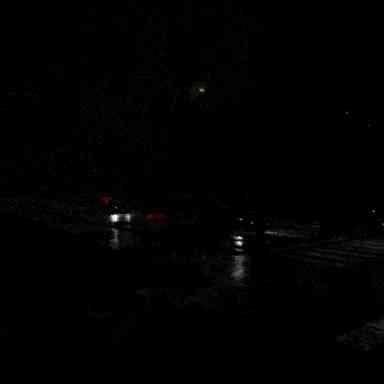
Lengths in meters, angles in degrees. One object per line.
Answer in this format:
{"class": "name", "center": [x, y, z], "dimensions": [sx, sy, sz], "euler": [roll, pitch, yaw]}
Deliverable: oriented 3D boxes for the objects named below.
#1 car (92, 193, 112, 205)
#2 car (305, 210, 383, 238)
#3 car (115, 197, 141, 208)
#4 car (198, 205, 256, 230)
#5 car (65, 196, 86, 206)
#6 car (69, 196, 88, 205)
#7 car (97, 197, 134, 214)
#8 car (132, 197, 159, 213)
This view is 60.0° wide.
{"class": "car", "center": [-15.631, 1.272, 57.900], "dimensions": [2.150, 2.045, 5.566], "euler": [-1, 0, -35]}
{"class": "car", "center": [8.545, 1.603, 18.093], "dimensions": [1.895, 1.301, 4.718], "euler": [0, 0, -29]}
{"class": "car", "center": [-9.556, 1.529, 49.448], "dimensions": [1.837, 1.490, 4.892], "euler": [-1, 0, -35]}
{"class": "car", "center": [2.197, 1.560, 21.535], "dimensions": [1.812, 1.442, 4.674], "euler": [-1, 1, -35]}
{"class": "car", "center": [-17.521, 1.256, 49.355], "dimensions": [1.994, 1.385, 4.181], "euler": [-1, 0, -35]}
{"class": "car", "center": [-20.236, 1.585, 58.931], "dimensions": [1.837, 1.490, 4.892], "euler": [-1, -2, -35]}
{"class": "car", "center": [-8.493, 1.583, 36.539], "dimensions": [1.812, 1.442, 4.674], "euler": [-1, 0, -35]}
{"class": "car", "center": [-5.561, 1.520, 38.347], "dimensions": [2.128, 1.511, 4.902], "euler": [-1, 0, -35]}
